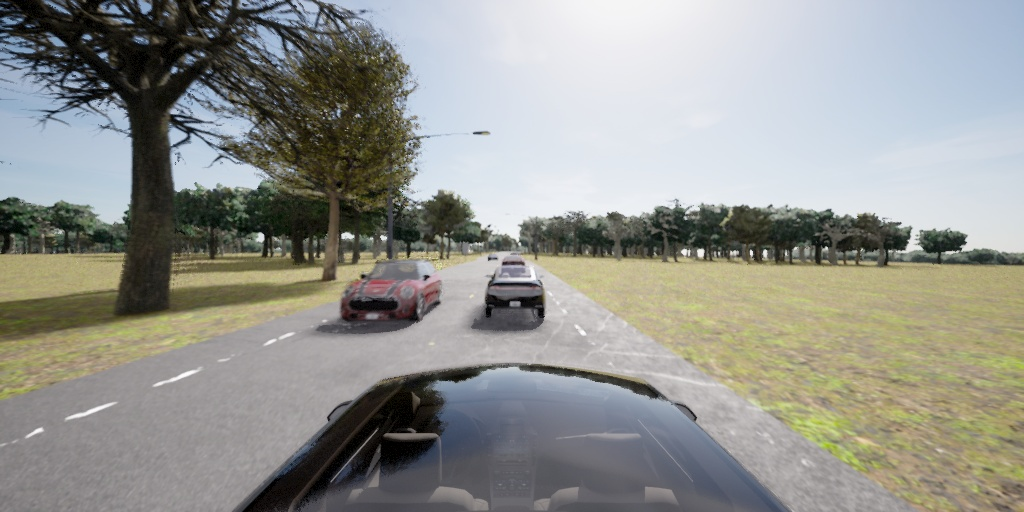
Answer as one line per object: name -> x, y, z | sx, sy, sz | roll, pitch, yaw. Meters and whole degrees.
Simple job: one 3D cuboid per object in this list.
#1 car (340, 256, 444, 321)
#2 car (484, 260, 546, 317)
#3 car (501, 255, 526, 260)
car -> -3.587, 0.912, 11.476 | 2.097, 1.767, 4.553 | 1, 1, 0
car -> 0.097, 1.067, 12.381 | 2.128, 1.511, 4.902 | 1, 1, 0
car -> 0.089, 0.673, 29.314 | 1.882, 1.535, 5.008 | 0, 1, 0
